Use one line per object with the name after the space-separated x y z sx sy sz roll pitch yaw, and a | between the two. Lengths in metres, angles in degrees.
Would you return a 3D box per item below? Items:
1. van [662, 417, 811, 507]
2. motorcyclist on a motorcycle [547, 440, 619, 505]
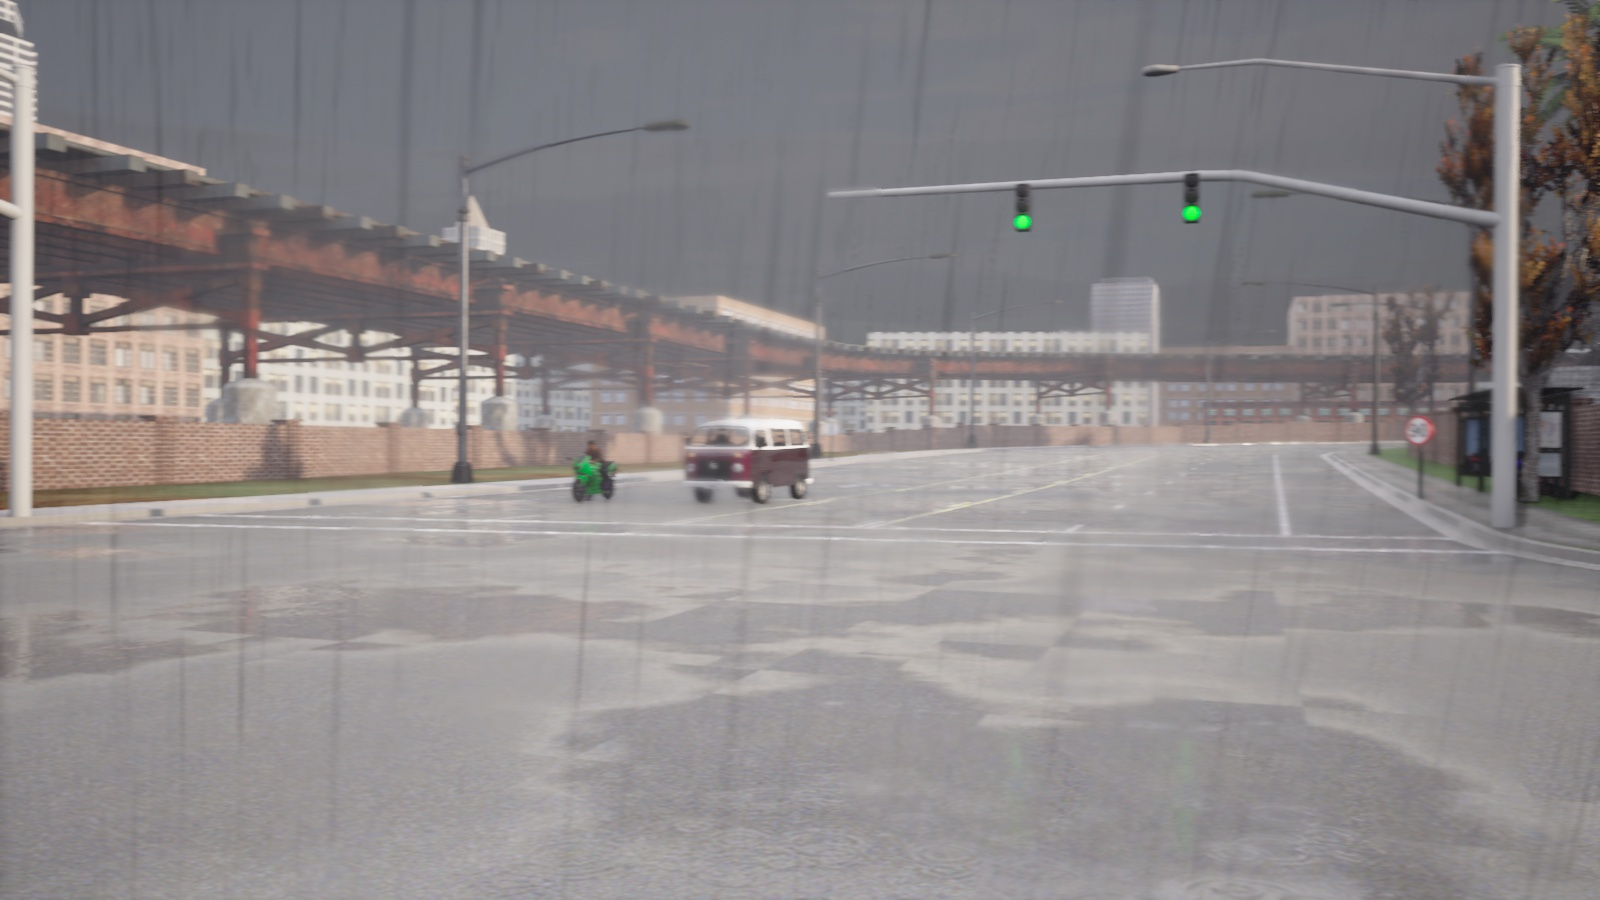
-1.463 0.247 30.879 2.069 2.038 4.480 0 1 20 | van
-5.275 0.517 30.658 0.797 1.523 2.044 0 1 20 | motorcyclist on a motorcycle
